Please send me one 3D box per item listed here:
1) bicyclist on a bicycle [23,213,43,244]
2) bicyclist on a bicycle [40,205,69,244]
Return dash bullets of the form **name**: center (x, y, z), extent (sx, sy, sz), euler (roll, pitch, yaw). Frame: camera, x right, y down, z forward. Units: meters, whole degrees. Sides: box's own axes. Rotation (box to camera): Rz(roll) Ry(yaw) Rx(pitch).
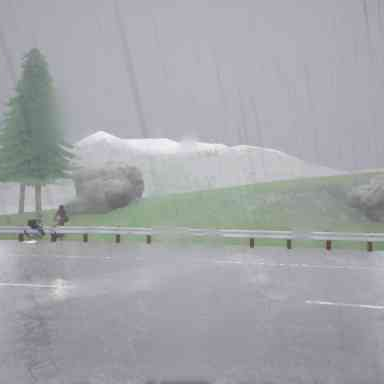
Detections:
- **bicyclist on a bicycle**: center (-6.999, 1.728, 14.719), extent (1.620, 1.656, 0.582), euler (3, 3, 38)
- **bicyclist on a bicycle**: center (-5.979, 1.425, 15.130), extent (0.582, 1.620, 1.656), euler (4, -8, 3)
